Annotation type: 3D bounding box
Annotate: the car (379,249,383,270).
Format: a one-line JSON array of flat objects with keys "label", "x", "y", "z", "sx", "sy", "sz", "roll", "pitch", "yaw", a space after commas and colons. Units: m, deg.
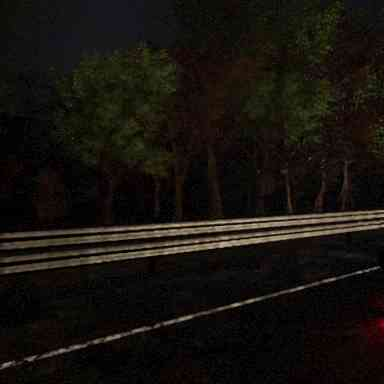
[{"label": "car", "x": 6.912, "y": 1.617, "z": 8.637, "sx": 4.718, "sy": 1.301, "sz": 1.895, "roll": 0, "pitch": 0, "yaw": -35}]
